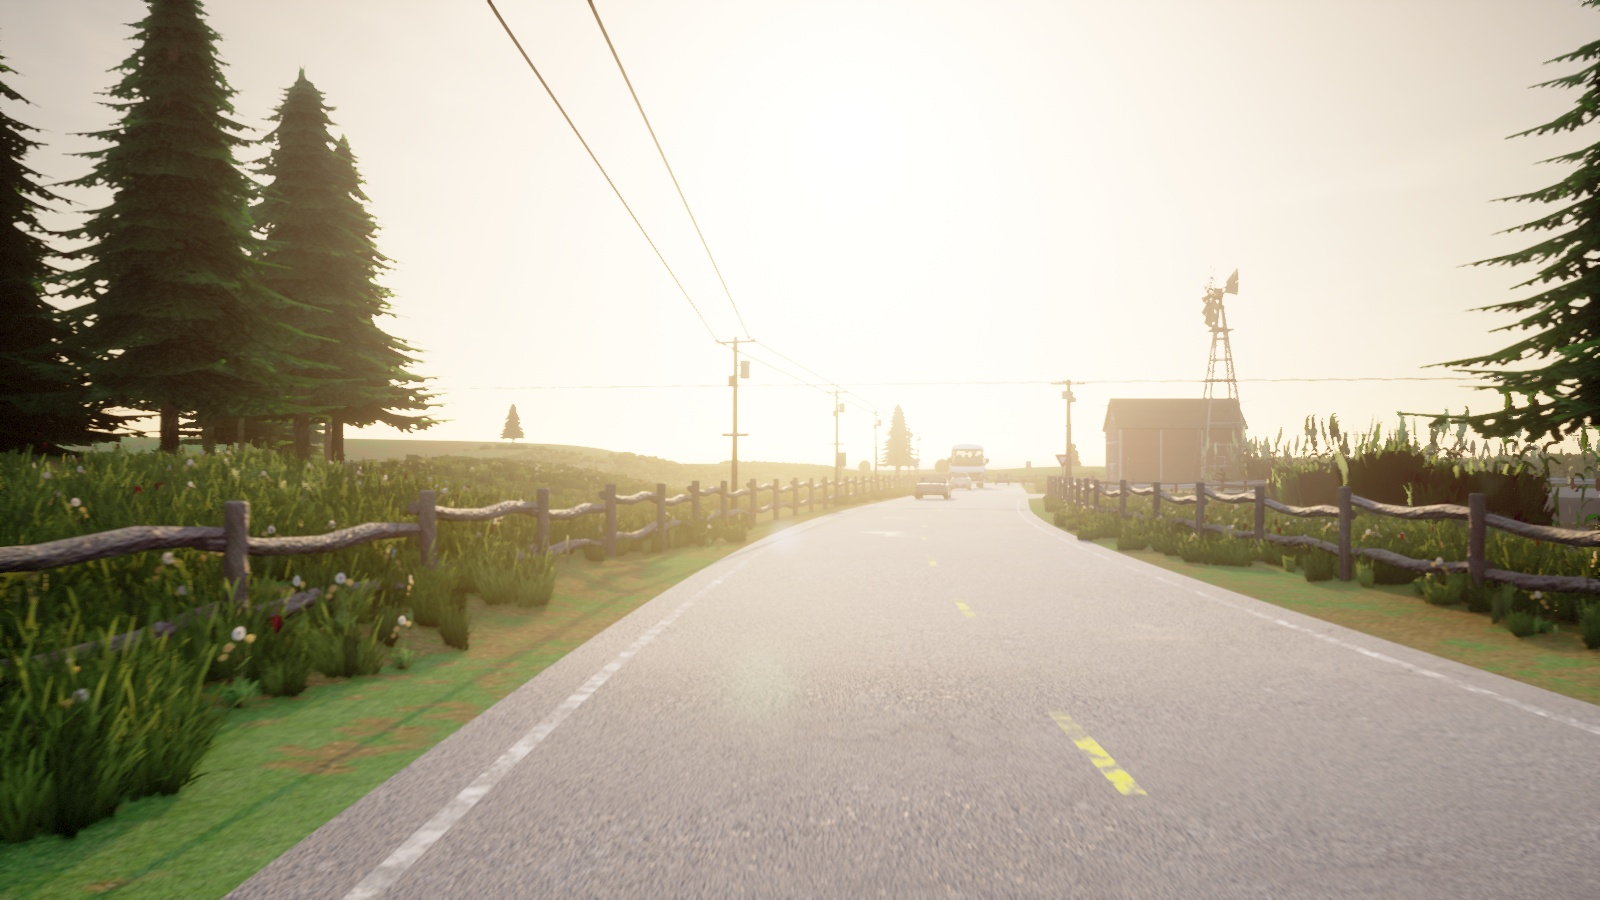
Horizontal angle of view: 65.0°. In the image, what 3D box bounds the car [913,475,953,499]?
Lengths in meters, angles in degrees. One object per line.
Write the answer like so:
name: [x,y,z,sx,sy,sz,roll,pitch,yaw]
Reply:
car: [7.594,2.080,71.321,1.895,1.301,4.718,0,-1,10]
